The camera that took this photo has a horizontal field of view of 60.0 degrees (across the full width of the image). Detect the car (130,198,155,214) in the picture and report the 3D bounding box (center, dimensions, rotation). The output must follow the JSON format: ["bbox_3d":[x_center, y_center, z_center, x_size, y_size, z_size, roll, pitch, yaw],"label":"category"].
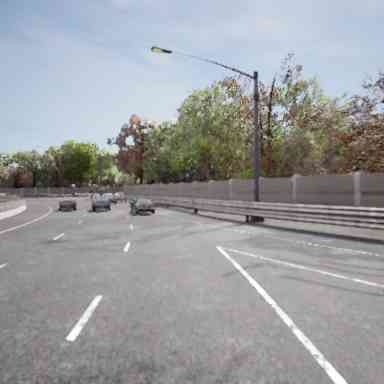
[{"bbox_3d":[-4.927,1.327,32.920,2.033,1.411,5.357,3,1,-18],"label":"car"}]

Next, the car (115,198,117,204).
[{"bbox_3d":[-13.671,1.306,53.743,2.033,1.411,5.357,-1,0,-30],"label":"car"}]

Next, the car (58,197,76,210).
[{"bbox_3d":[-14.891,1.357,39.728,2.128,1.511,4.902,-1,0,-22],"label":"car"}]

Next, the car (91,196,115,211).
[{"bbox_3d":[-10.428,1.329,37.892,2.128,1.511,4.902,-1,0,-20],"label":"car"}]
